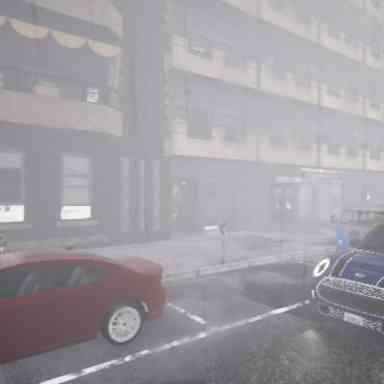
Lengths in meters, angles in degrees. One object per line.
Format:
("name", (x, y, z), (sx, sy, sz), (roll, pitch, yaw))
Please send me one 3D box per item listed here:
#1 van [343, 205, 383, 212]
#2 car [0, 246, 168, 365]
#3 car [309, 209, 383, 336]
("van", (6.484, 1.333, 11.181), (3.998, 1.788, 1.690), (0, 0, -36))
("car", (-2.508, 1.544, 4.767), (4.507, 1.381, 1.887), (0, 0, -36))
("car", (4.306, 1.346, 6.372), (4.553, 1.767, 2.097), (0, 0, -35))
